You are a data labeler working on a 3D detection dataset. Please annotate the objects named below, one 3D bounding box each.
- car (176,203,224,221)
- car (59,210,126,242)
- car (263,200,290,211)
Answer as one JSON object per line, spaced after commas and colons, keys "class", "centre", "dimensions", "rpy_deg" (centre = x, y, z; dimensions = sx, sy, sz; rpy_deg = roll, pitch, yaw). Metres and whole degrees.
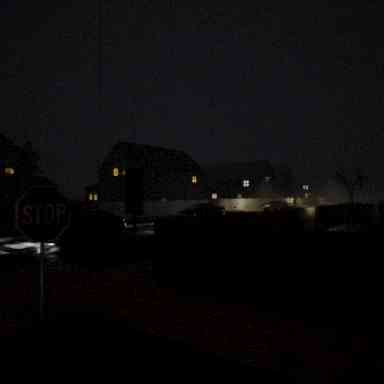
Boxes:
{"class": "car", "centre": [0.726, 1.621, 25.640], "dimensions": [2.128, 1.511, 4.902], "rpy_deg": [0, 0, 35]}
{"class": "car", "centre": [-5.374, 1.630, 16.977], "dimensions": [1.994, 1.385, 4.181], "rpy_deg": [0, 0, 36]}
{"class": "car", "centre": [9.813, 1.738, 38.491], "dimensions": [1.837, 1.490, 4.892], "rpy_deg": [0, 0, 35]}
